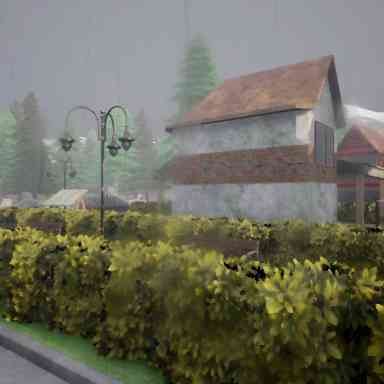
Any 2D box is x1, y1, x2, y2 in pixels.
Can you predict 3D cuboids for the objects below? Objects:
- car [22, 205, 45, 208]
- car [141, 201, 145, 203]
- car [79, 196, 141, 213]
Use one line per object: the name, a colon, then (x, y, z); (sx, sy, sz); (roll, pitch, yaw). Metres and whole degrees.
car: (-14.073, 1.763, 28.636); (1.895, 1.301, 4.718); (0, 0, 36)
car: (-7.081, 1.640, 38.275); (1.882, 1.535, 5.008); (0, 0, 37)
car: (-7.795, 1.383, 31.062); (2.150, 2.045, 5.566); (0, 0, 35)
